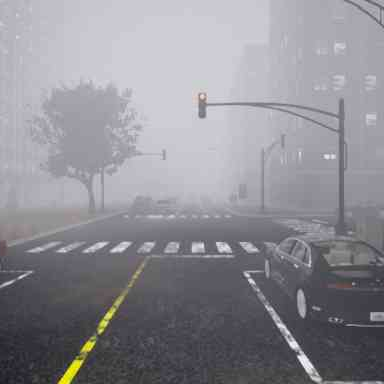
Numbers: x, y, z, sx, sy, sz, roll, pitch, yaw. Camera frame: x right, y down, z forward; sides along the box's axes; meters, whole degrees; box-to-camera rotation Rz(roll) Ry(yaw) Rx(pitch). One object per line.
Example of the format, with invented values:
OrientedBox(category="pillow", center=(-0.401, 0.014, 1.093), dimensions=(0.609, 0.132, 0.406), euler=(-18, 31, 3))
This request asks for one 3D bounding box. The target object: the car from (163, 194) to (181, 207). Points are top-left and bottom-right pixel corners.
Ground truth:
OrientedBox(category="car", center=(-3.132, 1.487, 50.038), dimensions=(1.882, 1.535, 5.008), euler=(0, 0, 0))

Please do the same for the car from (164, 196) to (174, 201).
OrientedBox(category="car", center=(-5.757, 1.595, 83.510), dimensions=(2.008, 1.369, 4.403), euler=(0, 0, 0))

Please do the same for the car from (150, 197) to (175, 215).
OrientedBox(category="car", center=(-2.896, 1.526, 33.396), dimensions=(1.812, 1.442, 4.674), euler=(0, 0, -4))

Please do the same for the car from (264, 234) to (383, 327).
OrientedBox(category="car", center=(2.684, 1.548, 6.945), dimensions=(2.008, 1.369, 4.403), euler=(0, 0, 0))

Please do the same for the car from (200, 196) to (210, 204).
OrientedBox(category="car", center=(2.637, 1.548, 67.117), dimensions=(1.752, 1.417, 4.829), euler=(0, 0, 0))

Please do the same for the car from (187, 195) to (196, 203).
OrientedBox(category="car", center=(-0.055, 1.626, 69.098), dimensions=(1.895, 1.301, 4.718), euler=(0, 0, 0))

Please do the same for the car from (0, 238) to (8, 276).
OrientedBox(category="car", center=(-5.696, 1.542, 6.939), dimensions=(1.887, 1.381, 4.507), euler=(0, 0, 0))

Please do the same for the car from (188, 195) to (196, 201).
OrientedBox(category="car", center=(-0.061, 1.412, 79.075), dimensions=(1.812, 1.442, 4.674), euler=(0, 0, 0))

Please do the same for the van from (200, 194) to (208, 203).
OrientedBox(category="van", center=(2.632, 1.370, 72.471), dimensions=(1.690, 1.788, 3.998), euler=(0, 0, 0))

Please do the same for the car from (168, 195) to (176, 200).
OrientedBox(category="car", center=(-5.766, 1.612, 94.555), dimensions=(2.008, 1.369, 4.403), euler=(0, 0, 0))

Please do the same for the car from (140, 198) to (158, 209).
OrientedBox(category="car", center=(-5.727, 1.573, 44.850), dimensions=(1.947, 1.339, 4.313), euler=(0, 0, 0))

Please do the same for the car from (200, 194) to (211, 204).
OrientedBox(category="car", center=(2.641, 1.583, 61.424), dimensions=(1.947, 1.339, 4.313), euler=(0, 0, 0))

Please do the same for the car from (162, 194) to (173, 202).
OrientedBox(category="car", center=(-5.753, 1.351, 77.986), dimensions=(2.192, 1.841, 5.009), euler=(0, 0, 0))

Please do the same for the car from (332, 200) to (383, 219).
OrientedBox(category="car", center=(13.405, 1.338, 26.359), dimensions=(4.403, 1.369, 2.008), euler=(-1, 1, -1))

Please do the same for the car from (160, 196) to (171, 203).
OrientedBox(category="car", center=(-5.748, 1.595, 72.464), dimensions=(1.947, 1.339, 4.313), euler=(0, 0, 0))

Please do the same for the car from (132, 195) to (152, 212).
OrientedBox(category="car", center=(-5.723, 1.319, 39.327), dimensions=(2.192, 1.841, 5.009), euler=(0, 0, 0))

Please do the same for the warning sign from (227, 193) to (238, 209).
OrientedBox(category="warning sign", center=(5.037, 1.120, 41.460), dimensions=(1.300, 1.860, 1.060), euler=(0, 0, 0))
